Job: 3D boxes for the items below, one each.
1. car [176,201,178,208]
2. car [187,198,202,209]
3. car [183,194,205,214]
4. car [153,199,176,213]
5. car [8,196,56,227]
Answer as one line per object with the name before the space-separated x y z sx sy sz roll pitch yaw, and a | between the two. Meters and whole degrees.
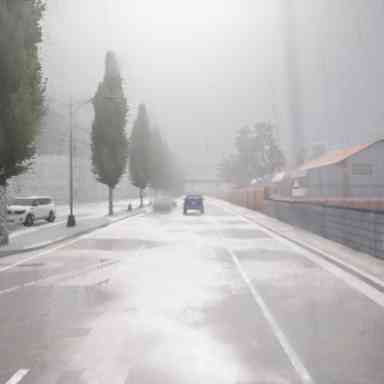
car | -3.117 1.667 47.581 1.895 1.301 4.718 0 0 2
car | 0.403 1.613 48.252 1.994 1.385 4.181 0 0 2
car | 0.235 1.261 36.338 2.150 2.045 5.566 0 0 2
car | -3.240 1.620 37.612 1.994 1.385 4.181 0 0 1
car | -11.628 1.307 23.562 2.150 2.045 5.566 0 0 1
